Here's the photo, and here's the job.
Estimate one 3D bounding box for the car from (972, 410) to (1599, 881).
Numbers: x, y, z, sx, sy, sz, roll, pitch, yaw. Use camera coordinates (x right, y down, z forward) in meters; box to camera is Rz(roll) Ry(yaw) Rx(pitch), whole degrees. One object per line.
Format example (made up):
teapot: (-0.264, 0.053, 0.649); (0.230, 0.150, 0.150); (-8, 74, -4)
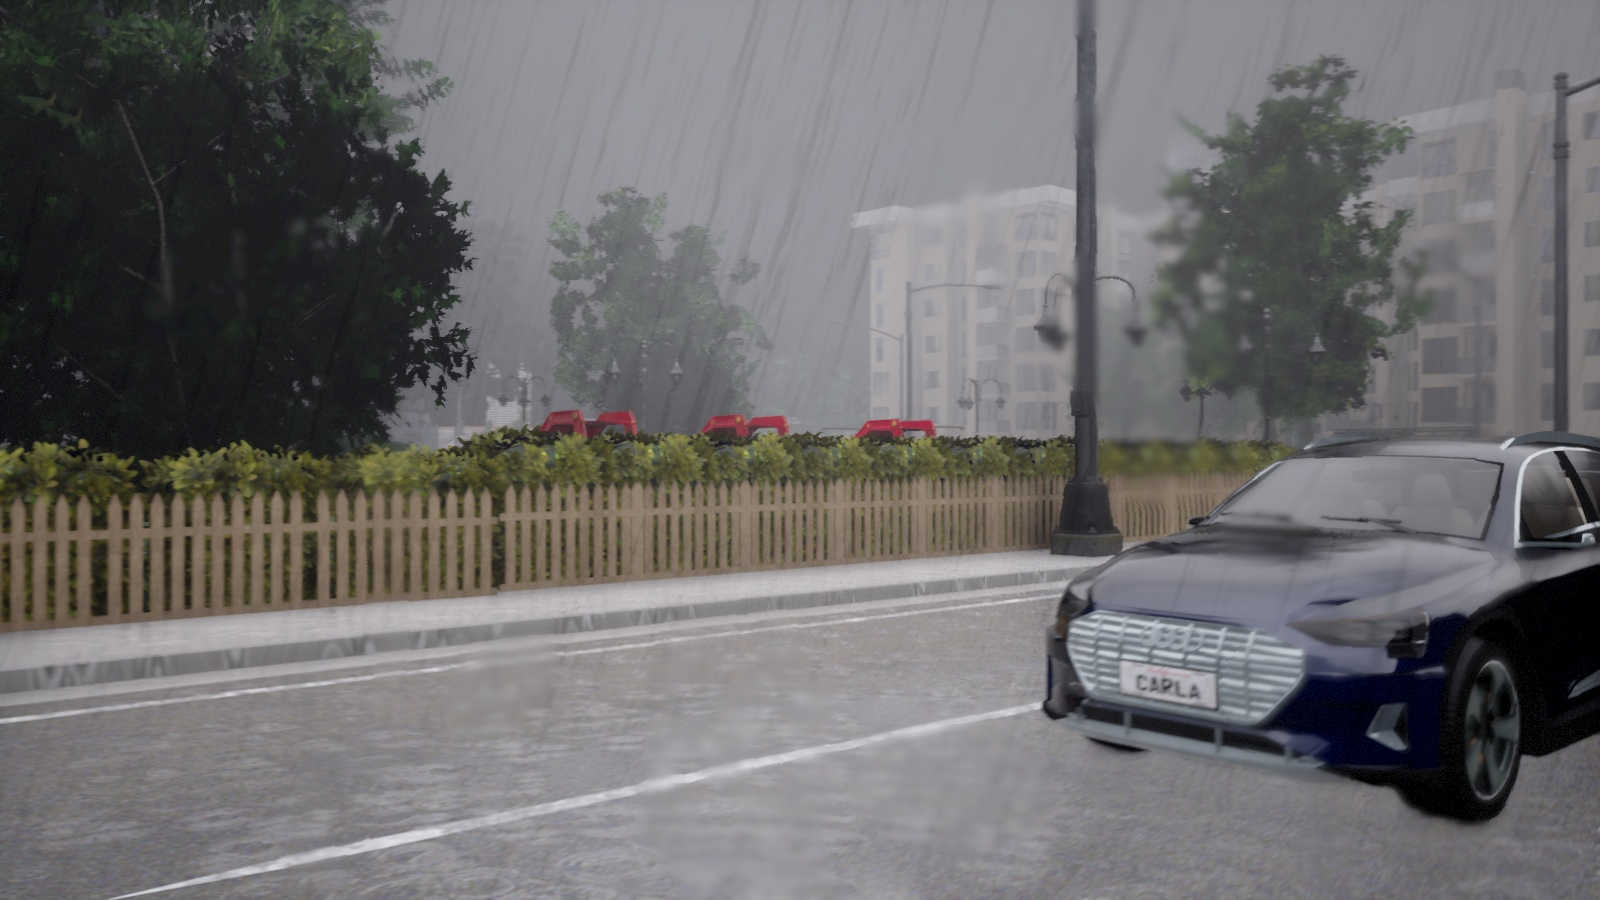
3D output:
car: (3.312, 0.690, 6.761); (4.856, 1.649, 2.033); (0, 0, -41)
